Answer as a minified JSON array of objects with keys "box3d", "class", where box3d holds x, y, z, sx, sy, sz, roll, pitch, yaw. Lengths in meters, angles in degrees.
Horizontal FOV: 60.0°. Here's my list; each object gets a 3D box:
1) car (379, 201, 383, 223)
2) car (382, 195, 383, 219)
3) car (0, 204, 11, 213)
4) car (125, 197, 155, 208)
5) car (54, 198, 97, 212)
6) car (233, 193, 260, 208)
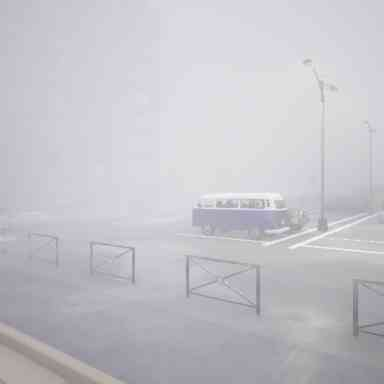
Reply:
[{"box3d":[14.023,1.395,20.929,3.806,1.475,1.970,0,0,36],"class":"car"},{"box3d":[17.273,1.153,25.464,4.605,1.855,1.932,0,0,36],"class":"car"},{"box3d":[-19.401,1.492,29.937,2.033,1.411,5.357,0,0,36],"class":"car"},{"box3d":[-7.266,1.436,46.784,2.128,1.511,4.902,0,0,36],"class":"car"},{"box3d":[-13.342,1.422,38.352,1.882,1.535,5.008,0,0,36],"class":"car"},{"box3d":[9.585,1.449,57.898,1.837,1.490,4.892,0,0,36],"class":"car"}]
